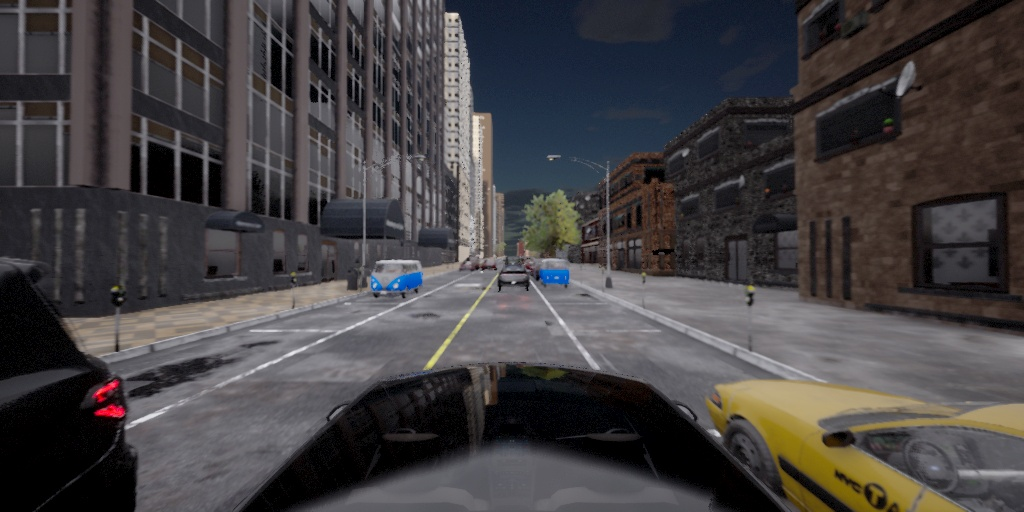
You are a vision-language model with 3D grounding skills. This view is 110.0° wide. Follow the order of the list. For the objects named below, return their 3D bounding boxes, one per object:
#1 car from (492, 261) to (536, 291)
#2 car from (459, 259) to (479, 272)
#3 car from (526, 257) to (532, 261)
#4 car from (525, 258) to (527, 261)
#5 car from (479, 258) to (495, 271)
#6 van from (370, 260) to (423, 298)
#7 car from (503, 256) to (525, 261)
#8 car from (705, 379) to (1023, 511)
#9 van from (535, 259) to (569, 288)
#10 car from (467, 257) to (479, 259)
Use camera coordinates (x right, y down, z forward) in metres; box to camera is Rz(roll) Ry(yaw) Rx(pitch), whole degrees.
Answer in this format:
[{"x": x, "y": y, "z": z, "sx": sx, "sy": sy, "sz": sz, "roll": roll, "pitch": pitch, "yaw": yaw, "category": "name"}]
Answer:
[{"x": 0.097, "y": 1.242, "z": 22.103, "sx": 2.128, "sy": 1.511, "sz": 4.902, "roll": 0, "pitch": 0, "yaw": 0, "category": "car"}, {"x": -5.693, "y": 1.320, "z": 45.716, "sx": 1.802, "sy": 1.307, "sz": 4.207, "roll": 0, "pitch": 0, "yaw": 0, "category": "car"}, {"x": 2.688, "y": 1.185, "z": 34.624, "sx": 1.967, "sy": 1.591, "sz": 4.097, "roll": 0, "pitch": 0, "yaw": 0, "category": "car"}, {"x": 2.688, "y": 1.283, "z": 45.718, "sx": 1.888, "sy": 1.381, "sz": 4.507, "roll": 0, "pitch": 0, "yaw": 0, "category": "car"}, {"x": -3.017, "y": 1.214, "z": 48.340, "sx": 1.882, "sy": 1.535, "sz": 5.008, "roll": 0, "pitch": 0, "yaw": 0, "category": "car"}, {"x": -5.691, "y": 1.092, "z": 17.984, "sx": 1.690, "sy": 1.789, "sz": 3.998, "roll": 0, "pitch": 0, "yaw": 0, "category": "van"}, {"x": 0.097, "y": 0.962, "z": 42.889, "sx": 2.150, "sy": 2.045, "sz": 5.566, "roll": 0, "pitch": 0, "yaw": 0, "category": "car"}, {"x": 2.691, "y": 1.275, "z": 1.516, "sx": 1.751, "sy": 1.417, "sz": 4.829, "roll": 0, "pitch": 0, "yaw": 0, "category": "car"}, {"x": 2.689, "y": 1.091, "z": 23.532, "sx": 1.690, "sy": 1.789, "sz": 3.998, "roll": 0, "pitch": 0, "yaw": 0, "category": "van"}, {"x": -5.693, "y": 1.048, "z": 51.262, "sx": 2.192, "sy": 1.841, "sz": 5.009, "roll": 0, "pitch": 0, "yaw": 0, "category": "car"}]
